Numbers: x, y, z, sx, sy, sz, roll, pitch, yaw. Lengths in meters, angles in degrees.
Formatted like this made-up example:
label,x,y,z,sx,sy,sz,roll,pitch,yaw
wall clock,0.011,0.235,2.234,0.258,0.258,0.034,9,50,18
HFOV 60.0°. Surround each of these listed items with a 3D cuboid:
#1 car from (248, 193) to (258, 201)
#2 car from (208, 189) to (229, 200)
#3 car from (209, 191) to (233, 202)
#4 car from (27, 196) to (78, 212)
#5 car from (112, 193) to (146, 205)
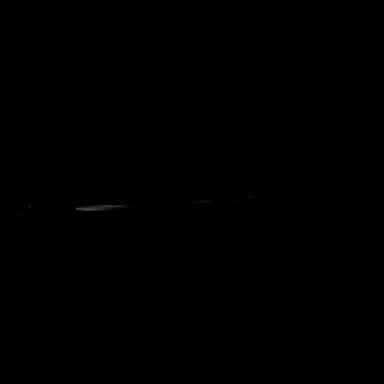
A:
label,x,y,z,sx,sy,sz,roll,pitch,yaw
car,11.170,0.864,64.676,1.882,1.535,5.008,1,0,36
car,5.106,0.540,61.510,2.150,2.045,5.566,1,0,37
car,5.262,0.929,56.583,1.994,1.385,4.181,1,1,37
car,-13.205,1.114,31.665,1.812,1.442,4.674,1,1,36
car,-8.223,0.881,43.619,1.882,1.535,5.008,1,1,36
